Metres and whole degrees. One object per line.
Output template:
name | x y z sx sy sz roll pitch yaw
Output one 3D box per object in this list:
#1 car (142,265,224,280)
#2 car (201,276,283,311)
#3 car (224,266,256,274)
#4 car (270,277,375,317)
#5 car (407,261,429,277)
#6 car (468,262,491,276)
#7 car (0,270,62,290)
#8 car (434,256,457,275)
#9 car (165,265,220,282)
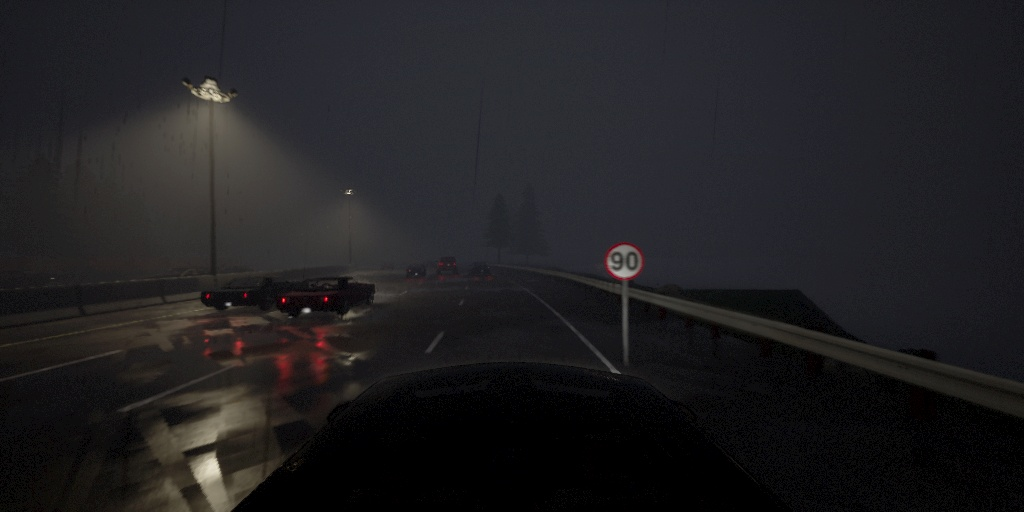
car | -22.655 1.571 24.488 2.128 1.511 4.902 -1 0 -8
car | -10.726 1.506 15.520 1.895 1.301 4.718 -1 0 -5
car | -28.465 1.727 37.204 1.994 1.385 4.181 -1 0 -12
car | -6.802 1.449 13.744 1.895 1.301 4.718 -1 0 -5
car | -10.066 1.495 37.996 1.895 1.301 4.718 -1 0 -13
car | -3.554 1.325 38.825 1.812 1.442 4.674 0 0 -12
car | -33.142 1.722 23.669 2.128 1.511 4.902 -1 0 -8
car | -7.775 1.080 42.618 2.150 2.045 5.566 0 0 -15
car | -31.757 1.688 35.856 1.882 1.535 5.008 -1 0 -12
